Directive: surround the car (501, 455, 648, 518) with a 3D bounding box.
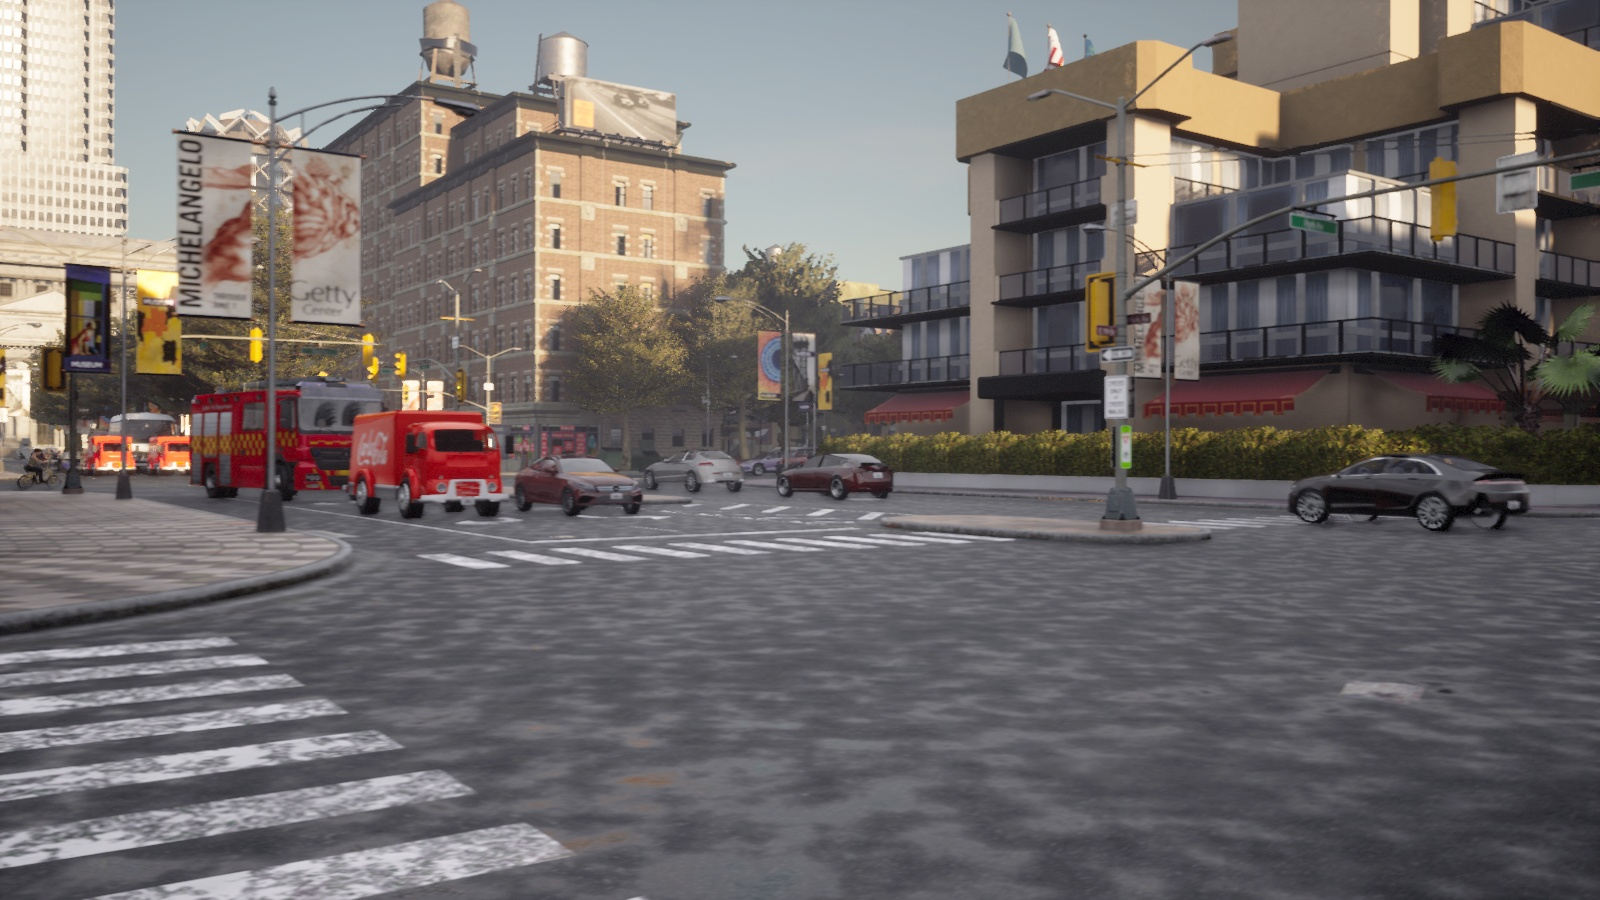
[{"bbox_3d":[-5.736,0.860,31.532,1.812,1.442,4.674,0,0,-35],"label":"car"}]

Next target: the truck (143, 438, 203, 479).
[{"bbox_3d":[-39.689,0.537,79.443,2.627,2.467,5.204,0,0,-35],"label":"truck"}]

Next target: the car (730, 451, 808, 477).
[{"bbox_3d":[-2.013,0.881,82.205,4.856,1.649,2.033,0,0,-36],"label":"car"}]

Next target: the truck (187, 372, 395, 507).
[{"bbox_3d":[-16.242,-0.288,39.692,8.468,3.827,2.891,0,0,44],"label":"truck"}]

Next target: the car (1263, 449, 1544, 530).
[{"bbox_3d":[12.233,0.738,25.847,2.128,1.511,4.902,0,0,-28],"label":"car"}]

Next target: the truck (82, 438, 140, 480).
[{"bbox_3d":[-42.524,0.538,77.436,2.627,2.467,5.204,0,0,-35],"label":"truck"}]

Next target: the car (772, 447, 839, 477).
[{"bbox_3d":[0.342,0.735,79.589,3.866,1.878,1.905,0,0,-36],"label":"car"}]

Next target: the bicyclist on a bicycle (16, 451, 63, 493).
[{"bbox_3d":[-29.853,0.865,49.314,1.509,1.612,0.866,0,0,-36],"label":"bicyclist on a bicycle"}]

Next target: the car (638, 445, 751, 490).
[{"bbox_3d":[-4.214,0.653,49.215,2.152,1.651,5.027,0,0,-35],"label":"car"}]

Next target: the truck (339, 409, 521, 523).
[{"bbox_3d":[-8.952,0.351,30.016,2.627,2.467,5.204,0,0,-35],"label":"truck"}]

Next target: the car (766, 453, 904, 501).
[{"bbox_3d":[1.088,0.845,41.790,2.163,1.488,4.792,0,0,-35],"label":"car"}]
